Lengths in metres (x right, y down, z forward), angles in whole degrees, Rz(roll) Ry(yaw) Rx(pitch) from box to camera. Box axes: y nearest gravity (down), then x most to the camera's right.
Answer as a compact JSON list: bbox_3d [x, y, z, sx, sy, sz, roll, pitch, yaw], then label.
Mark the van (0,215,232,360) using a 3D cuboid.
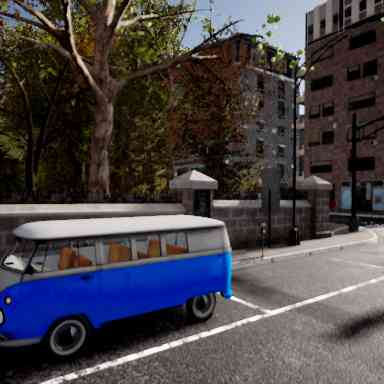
[{"bbox_3d":[-1.155,1.340,5.677,3.998,1.788,1.690,0,1,-36],"label":"van"}]
